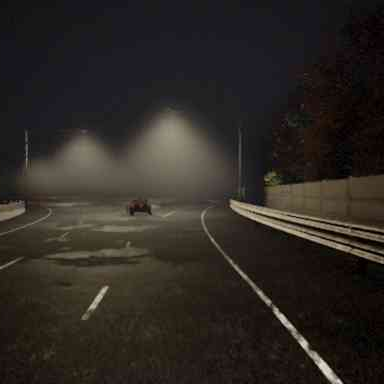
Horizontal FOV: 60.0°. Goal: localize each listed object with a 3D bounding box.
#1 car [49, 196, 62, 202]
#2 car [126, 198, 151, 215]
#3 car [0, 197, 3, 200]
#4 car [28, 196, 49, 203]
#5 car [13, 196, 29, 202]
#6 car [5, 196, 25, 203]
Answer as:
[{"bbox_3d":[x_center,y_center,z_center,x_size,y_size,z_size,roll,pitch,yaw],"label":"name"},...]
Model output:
[{"bbox_3d":[-33.220,1.745,79.737,5.357,1.411,2.033,0,0,43],"label":"car"},{"bbox_3d":[-5.561,1.388,34.163,2.097,1.767,4.553,-1,0,-18],"label":"car"},{"bbox_3d":[-45.489,1.650,81.517,4.674,1.442,1.812,0,0,38],"label":"car"},{"bbox_3d":[-35.886,1.753,77.461,4.674,1.442,1.812,0,0,43],"label":"car"},{"bbox_3d":[-43.227,1.635,84.188,4.674,1.442,1.812,0,0,38],"label":"car"},{"bbox_3d":[-41.486,1.768,77.997,4.892,1.490,1.837,0,0,40],"label":"car"}]
